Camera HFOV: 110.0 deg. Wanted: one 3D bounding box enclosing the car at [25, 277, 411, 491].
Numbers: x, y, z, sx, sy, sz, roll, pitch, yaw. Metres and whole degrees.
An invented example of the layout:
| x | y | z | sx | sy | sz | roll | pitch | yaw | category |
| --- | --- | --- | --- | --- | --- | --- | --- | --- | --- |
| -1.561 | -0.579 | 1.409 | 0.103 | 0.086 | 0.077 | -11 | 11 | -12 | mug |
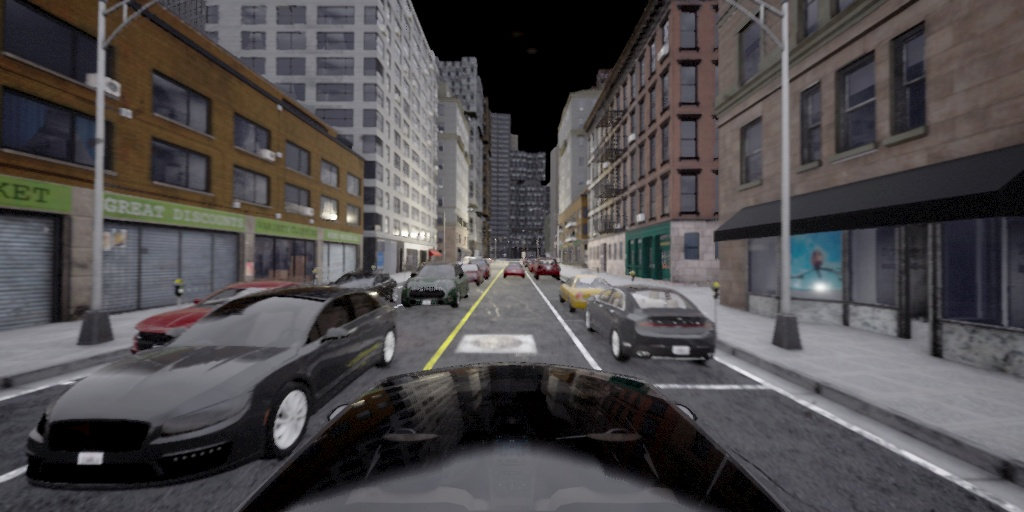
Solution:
| x | y | z | sx | sy | sz | roll | pitch | yaw | category |
| --- | --- | --- | --- | --- | --- | --- | --- | --- | --- |
| -3.098 | 1.237 | 5.068 | 1.837 | 1.490 | 4.892 | 0 | 0 | 0 | car |

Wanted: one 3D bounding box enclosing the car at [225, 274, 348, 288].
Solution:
| x | y | z | sx | sy | sz | roll | pitch | yaw | category |
| --- | --- | --- | --- | --- | --- | --- | --- | --- | --- |
| -5.749 | 1.262 | 8.105 | 1.888 | 1.381 | 4.507 | 0 | 0 | 0 | car |

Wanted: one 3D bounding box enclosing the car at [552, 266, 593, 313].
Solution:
| x | y | z | sx | sy | sz | roll | pitch | yaw | category |
| --- | --- | --- | --- | --- | --- | --- | --- | --- | --- |
| 2.800 | 1.276 | 13.849 | 1.751 | 1.417 | 4.829 | 0 | 0 | 0 | car |

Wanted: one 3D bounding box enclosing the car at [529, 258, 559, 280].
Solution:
| x | y | z | sx | sy | sz | roll | pitch | yaw | category |
| --- | --- | --- | --- | --- | --- | --- | --- | --- | --- |
| 2.869 | 1.045 | 30.507 | 2.192 | 1.841 | 5.009 | 0 | 0 | 0 | car |

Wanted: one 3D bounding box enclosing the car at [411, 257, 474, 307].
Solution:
| x | y | z | sx | sy | sz | roll | pitch | yaw | category |
| --- | --- | --- | --- | --- | --- | --- | --- | --- | --- |
| -3.047 | 1.073 | 15.111 | 2.097 | 1.767 | 4.553 | 0 | 0 | 0 | car |

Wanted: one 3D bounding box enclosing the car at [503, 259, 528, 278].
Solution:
| x | y | z | sx | sy | sz | roll | pitch | yaw | category |
| --- | --- | --- | --- | --- | --- | --- | --- | --- | --- |
| 0.214 | 1.278 | 33.392 | 1.994 | 1.385 | 4.181 | 0 | 0 | 1 | car |

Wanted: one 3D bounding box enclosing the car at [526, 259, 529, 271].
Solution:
| x | y | z | sx | sy | sz | roll | pitch | yaw | category |
| --- | --- | --- | --- | --- | --- | --- | --- | --- | --- |
| 2.915 | 1.261 | 41.725 | 1.888 | 1.381 | 4.507 | 0 | 0 | 0 | car |

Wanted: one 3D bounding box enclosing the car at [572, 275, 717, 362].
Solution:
| x | y | z | sx | sy | sz | roll | pitch | yaw | category |
| --- | --- | --- | --- | --- | --- | --- | --- | --- | --- |
| 2.776 | 1.307 | 8.069 | 2.007 | 1.370 | 4.403 | 0 | 0 | 0 | car |

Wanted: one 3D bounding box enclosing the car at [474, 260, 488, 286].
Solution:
| x | y | z | sx | sy | sz | roll | pitch | yaw | category |
| --- | --- | --- | --- | --- | --- | --- | --- | --- | --- |
| -2.972 | 1.236 | 24.744 | 1.812 | 1.442 | 4.674 | 0 | 0 | 1 | car |

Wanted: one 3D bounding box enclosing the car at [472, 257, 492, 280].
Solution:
| x | y | z | sx | sy | sz | roll | pitch | yaw | category |
| --- | --- | --- | --- | --- | --- | --- | --- | --- | --- |
| -2.891 | 1.059 | 30.330 | 2.097 | 1.767 | 4.553 | 0 | 0 | 0 | car |

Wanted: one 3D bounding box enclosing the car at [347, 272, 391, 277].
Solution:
| x | y | z | sx | sy | sz | roll | pitch | yaw | category |
| --- | --- | --- | --- | --- | --- | --- | --- | --- | --- |
| -5.726 | 1.276 | 13.715 | 1.948 | 1.339 | 4.313 | 0 | 0 | 0 | car |
